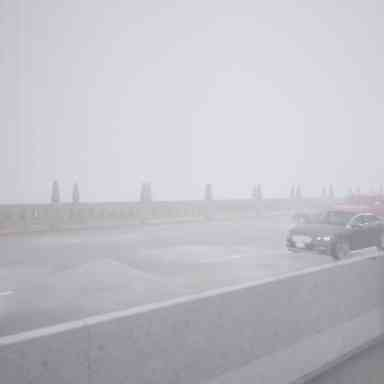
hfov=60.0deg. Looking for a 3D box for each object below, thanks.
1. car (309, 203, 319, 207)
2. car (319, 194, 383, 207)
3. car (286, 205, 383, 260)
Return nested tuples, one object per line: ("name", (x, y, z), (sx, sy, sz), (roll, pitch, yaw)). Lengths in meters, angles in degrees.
("car", (9.402, 1.456, 23.587), (5.357, 1.411, 2.033), (0, 0, -35))
("car", (10.417, 1.135, 20.012), (5.566, 2.045, 2.150), (0, 0, -35))
("car", (5.502, 1.442, 12.211), (4.902, 1.511, 2.128), (0, 0, -35))
